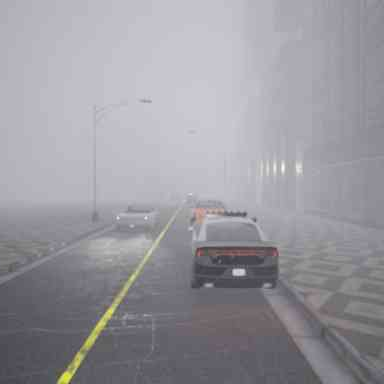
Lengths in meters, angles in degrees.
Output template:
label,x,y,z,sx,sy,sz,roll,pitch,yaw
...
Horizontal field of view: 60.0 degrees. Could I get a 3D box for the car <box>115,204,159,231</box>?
label,x,y,z,sx,sy,sz,roll,pitch,yaw
car,-3.060,1.401,19.140,1.895,1.301,4.718,0,1,0

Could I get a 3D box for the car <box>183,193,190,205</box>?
label,x,y,z,sx,sy,sz,roll,pitch,yaw
car,0.113,1.158,46.535,1.895,1.301,4.718,0,0,1

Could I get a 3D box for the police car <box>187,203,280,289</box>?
label,x,y,z,sx,sy,sz,roll,pitch,yaw
police car,0.917,1.327,9.040,1.930,1.638,5.238,0,1,0

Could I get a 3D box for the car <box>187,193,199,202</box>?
label,x,y,z,sx,sy,sz,roll,pitch,yaw
car,0.131,0.941,60.391,2.128,1.511,4.902,0,0,0

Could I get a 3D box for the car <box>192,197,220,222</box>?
label,x,y,z,sx,sy,sz,roll,pitch,yaw
car,0.953,1.222,24.930,1.882,1.535,5.008,0,1,0

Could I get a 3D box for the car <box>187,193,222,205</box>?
label,x,y,z,sx,sy,sz,roll,pitch,yaw
car,0.938,1.154,18.900,2.097,1.767,4.553,0,1,0

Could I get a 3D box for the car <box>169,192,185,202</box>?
label,x,y,z,sx,sy,sz,roll,pitch,yaw
car,-2.932,0.808,59.617,2.097,1.767,4.553,0,0,1
